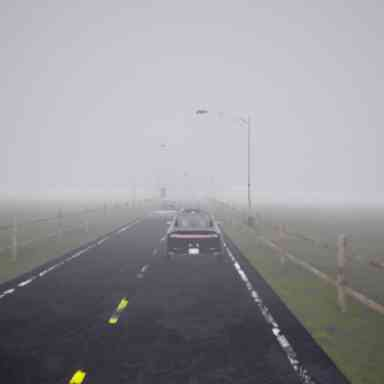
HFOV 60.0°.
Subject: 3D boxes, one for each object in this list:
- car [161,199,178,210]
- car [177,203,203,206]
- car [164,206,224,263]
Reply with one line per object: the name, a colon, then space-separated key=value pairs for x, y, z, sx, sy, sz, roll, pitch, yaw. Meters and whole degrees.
car: x=-2.855 y=1.612 z=43.106 sx=1.895 sy=1.301 sz=4.718 roll=0 pitch=0 yaw=0
car: x=0.066 y=1.568 z=27.569 sx=1.994 sy=1.385 sz=4.181 roll=0 pitch=0 yaw=0
car: x=0.069 y=1.493 z=12.016 sx=2.128 sy=1.511 sz=4.902 roll=0 pitch=0 yaw=0
